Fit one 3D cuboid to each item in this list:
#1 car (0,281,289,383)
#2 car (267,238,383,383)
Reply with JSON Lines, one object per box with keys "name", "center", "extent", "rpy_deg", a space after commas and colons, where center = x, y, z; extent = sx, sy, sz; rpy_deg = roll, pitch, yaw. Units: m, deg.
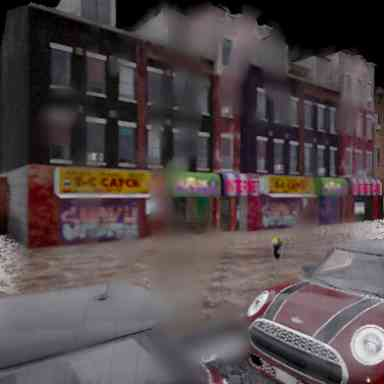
{"name": "car", "center": [-1.668, 1.438, 1.634], "extent": [4.097, 1.590, 1.967], "rpy_deg": [0, 0, -35]}
{"name": "car", "center": [2.626, 1.459, 4.692], "extent": [4.097, 1.590, 1.967], "rpy_deg": [0, 0, -35]}
